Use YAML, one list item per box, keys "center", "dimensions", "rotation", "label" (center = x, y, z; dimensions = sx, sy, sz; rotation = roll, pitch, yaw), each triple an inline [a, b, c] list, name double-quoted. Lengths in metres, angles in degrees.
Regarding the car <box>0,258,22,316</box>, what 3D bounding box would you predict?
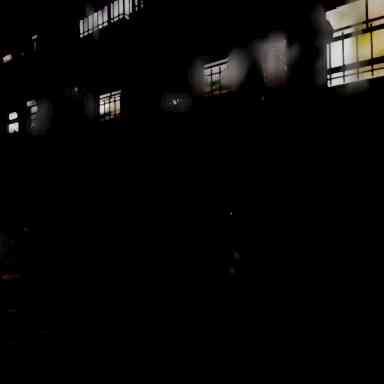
- center: [-5.004, 1.551, 6.301]
  dimensions: [4.507, 1.381, 1.887]
  rotation: [0, -1, 35]
  label: "car"
